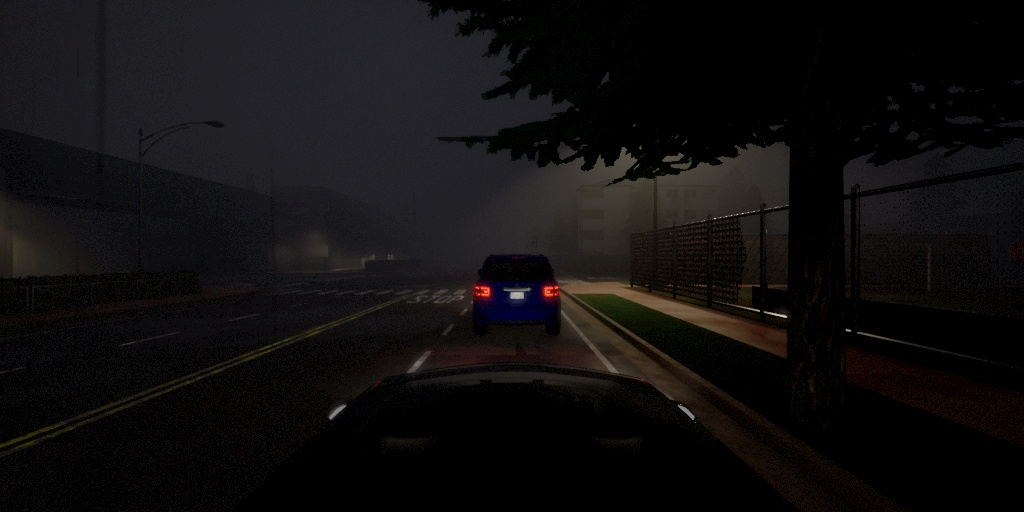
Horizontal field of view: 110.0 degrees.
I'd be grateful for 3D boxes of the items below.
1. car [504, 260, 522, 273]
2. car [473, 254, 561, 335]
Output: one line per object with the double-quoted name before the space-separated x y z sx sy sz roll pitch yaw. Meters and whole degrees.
"car" 0.069 1.242 45.524 2.128 1.511 4.902 0 0 0
"car" 0.124 0.972 10.649 2.150 2.045 5.566 0 0 0
